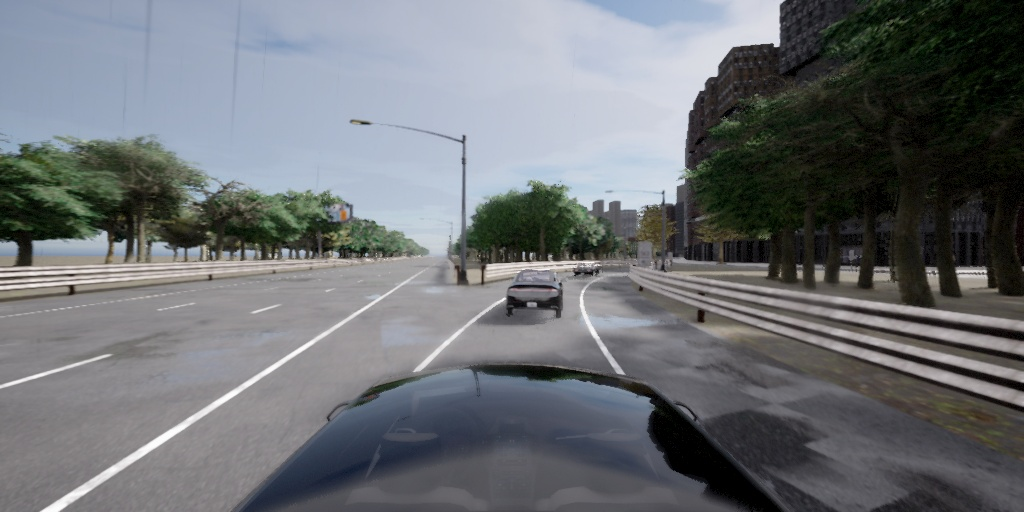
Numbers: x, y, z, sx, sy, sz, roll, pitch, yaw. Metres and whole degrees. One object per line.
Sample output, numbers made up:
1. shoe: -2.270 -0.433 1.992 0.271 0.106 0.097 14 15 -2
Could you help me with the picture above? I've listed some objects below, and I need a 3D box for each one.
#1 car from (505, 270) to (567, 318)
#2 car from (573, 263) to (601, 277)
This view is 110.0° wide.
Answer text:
1. car: 0.951 1.259 13.199 2.128 1.511 4.902 0 0 8
2. car: 7.663 1.392 36.123 1.895 1.301 4.718 0 0 25
